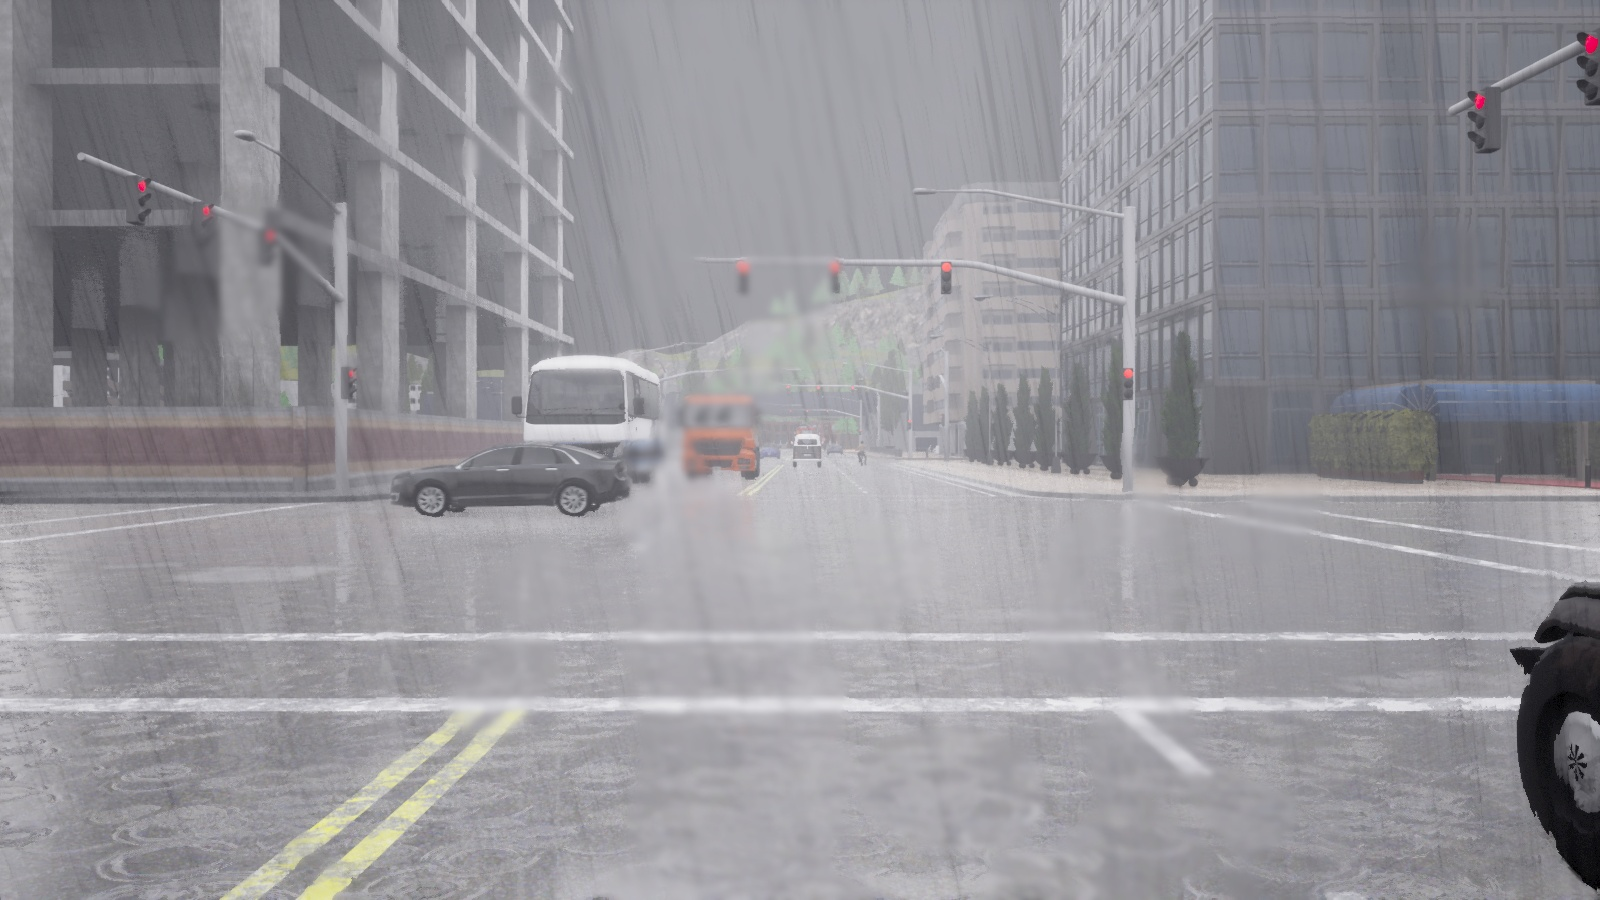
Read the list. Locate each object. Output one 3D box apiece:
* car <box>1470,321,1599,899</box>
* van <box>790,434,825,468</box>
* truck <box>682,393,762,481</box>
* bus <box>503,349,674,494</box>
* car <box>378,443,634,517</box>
[{"bbox_3d":[3.532,0.529,2.910,1.905,1.878,3.866,0,0,0],"label":"car"},{"bbox_3d":[0.452,0.032,77.677,2.069,2.038,4.480,0,0,0],"label":"van"},{"bbox_3d":[-3.185,-0.539,53.286,2.891,3.462,7.936,0,0,0],"label":"truck"},{"bbox_3d":[-6.747,-0.873,42.103,3.944,4.253,10.273,0,0,0],"label":"bus"},{"bbox_3d":[-6.026,0.599,26.128,4.892,1.490,1.837,0,0,-1],"label":"car"}]
